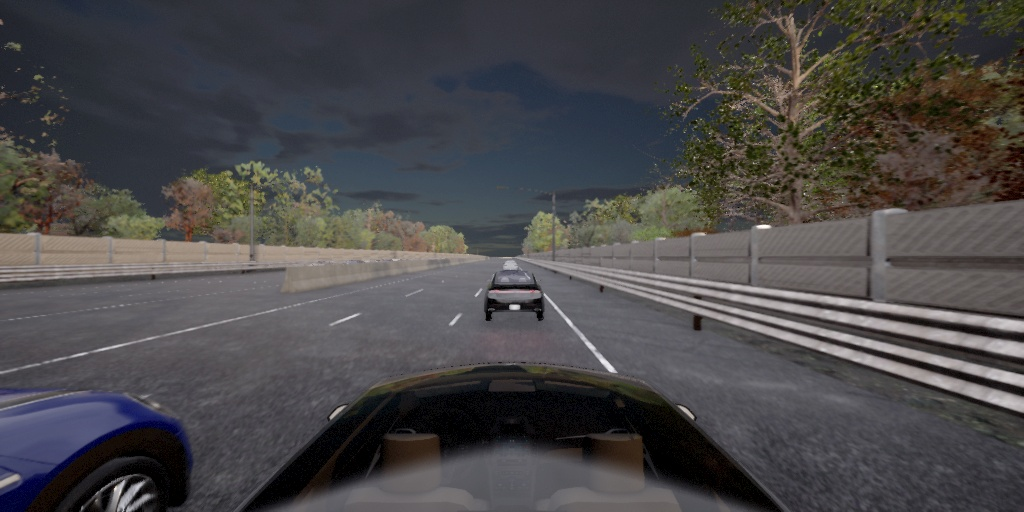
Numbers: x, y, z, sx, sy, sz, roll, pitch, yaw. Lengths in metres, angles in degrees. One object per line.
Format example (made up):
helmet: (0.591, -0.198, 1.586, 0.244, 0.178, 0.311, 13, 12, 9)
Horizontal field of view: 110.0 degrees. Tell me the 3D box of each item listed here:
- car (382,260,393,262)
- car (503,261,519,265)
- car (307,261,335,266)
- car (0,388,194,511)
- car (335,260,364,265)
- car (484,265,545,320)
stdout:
car: (-17.882, 1.311, 50.925, 2.033, 1.411, 5.357, 0, 0, 0)
car: (-0.168, 1.284, 44.457, 1.812, 1.442, 4.674, 0, 0, 0)
car: (-24.863, 1.365, 47.175, 1.895, 1.301, 4.718, 0, 0, 0)
car: (-3.407, 1.103, 0.746, 2.097, 1.767, 4.553, 0, 0, 0)
car: (-21.362, 1.311, 48.545, 2.033, 1.411, 5.357, 0, 0, 0)
car: (0.065, 1.244, 12.620, 2.128, 1.511, 4.902, 0, 0, 0)
